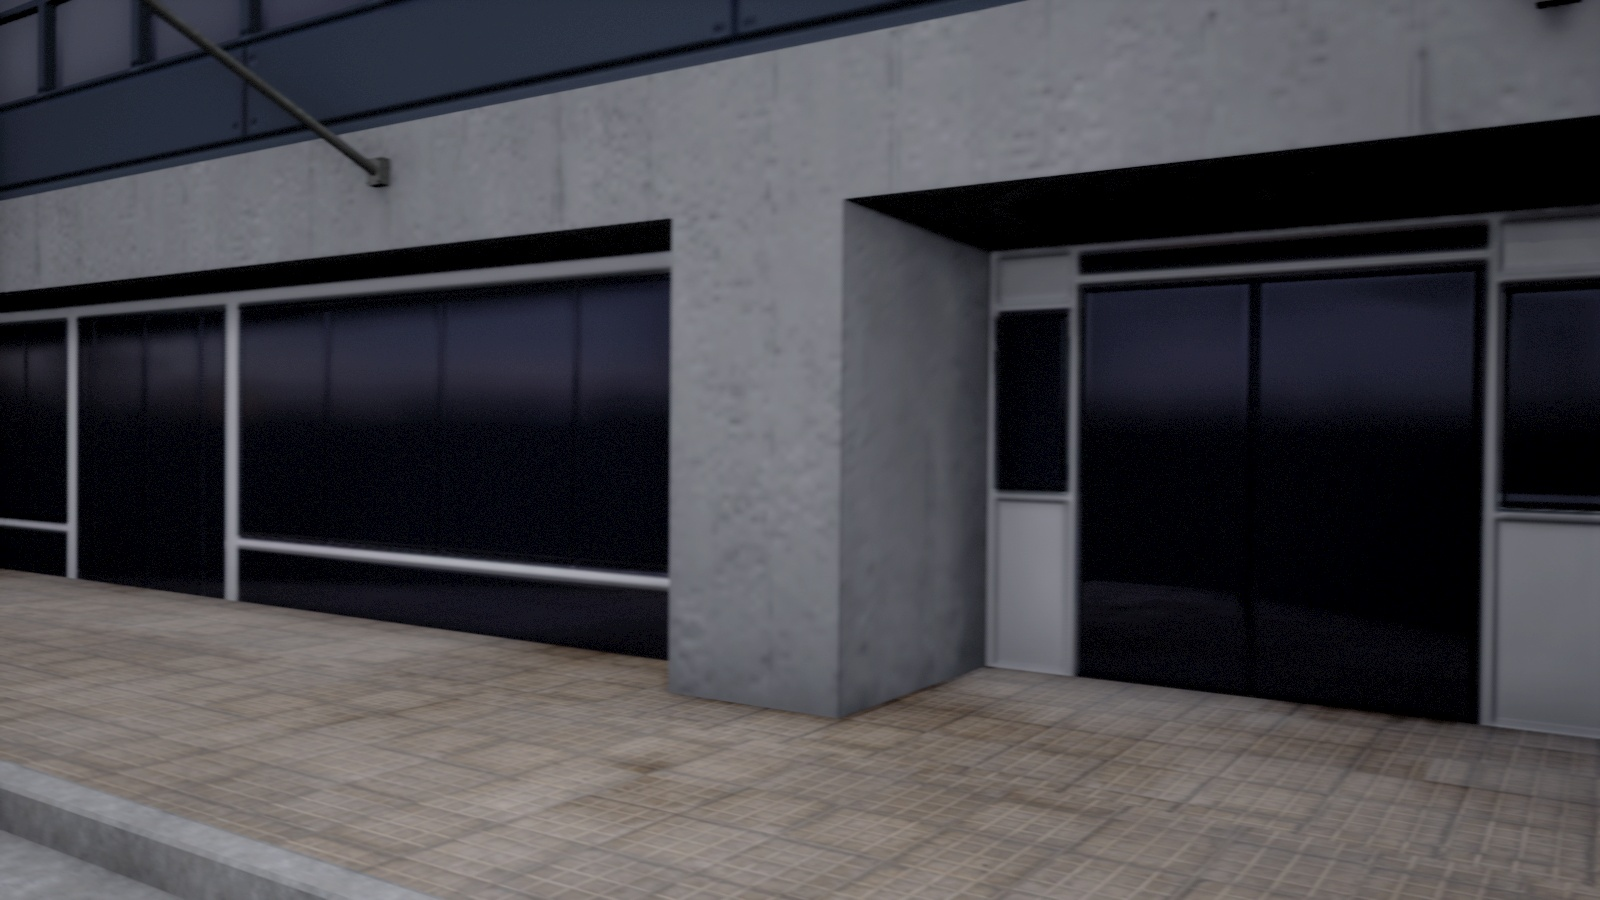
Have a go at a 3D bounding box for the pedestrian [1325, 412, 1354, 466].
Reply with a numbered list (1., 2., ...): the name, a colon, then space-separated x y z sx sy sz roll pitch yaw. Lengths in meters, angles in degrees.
1. pedestrian: 19.152 -0.390 44.571 0.849 1.883 0.563 0 1 34
